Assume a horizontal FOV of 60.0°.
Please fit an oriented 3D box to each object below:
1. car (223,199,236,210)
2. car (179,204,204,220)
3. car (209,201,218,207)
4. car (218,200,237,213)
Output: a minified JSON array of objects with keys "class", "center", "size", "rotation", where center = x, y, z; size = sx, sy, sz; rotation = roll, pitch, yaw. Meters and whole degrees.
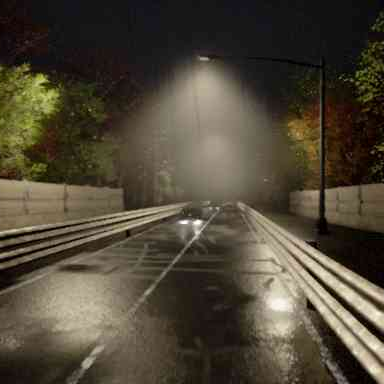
[{"class":"car","center":[6.284,2.108,56.291],"size":[2.097,1.767,4.553],"rotation":[0,-1,7]},{"class":"car","center":[0.031,1.877,31.527],"size":[1.994,1.385,4.181],"rotation":[0,-1,7]},{"class":"car","center":[4.824,2.577,71.859],"size":[1.812,1.442,4.674],"rotation":[0,-2,7]},{"class":"car","center":[5.093,2.045,46.074],"size":[2.128,1.511,4.902],"rotation":[0,-1,7]}]
